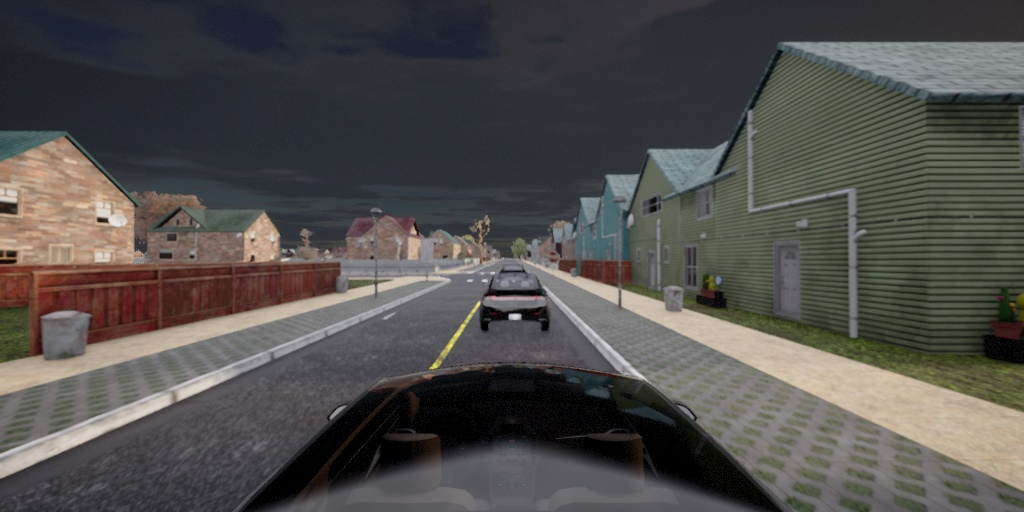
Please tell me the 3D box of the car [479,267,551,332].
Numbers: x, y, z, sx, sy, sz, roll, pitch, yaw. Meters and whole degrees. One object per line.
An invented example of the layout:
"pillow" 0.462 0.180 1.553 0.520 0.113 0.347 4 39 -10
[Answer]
"car" 0.086 1.235 10.908 2.128 1.511 4.902 0 0 0

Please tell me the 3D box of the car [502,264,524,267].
"car" 0.037 1.231 22.828 2.128 1.511 4.902 0 0 -1

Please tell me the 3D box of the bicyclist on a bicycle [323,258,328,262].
"bicyclist on a bicycle" -20.243 1.079 38.963 0.582 1.620 1.656 0 0 0
